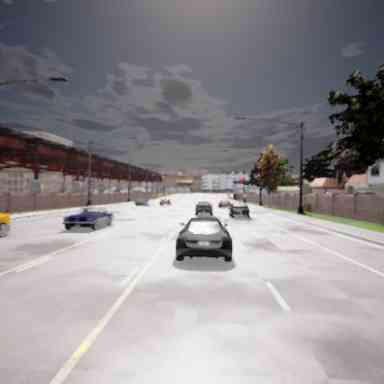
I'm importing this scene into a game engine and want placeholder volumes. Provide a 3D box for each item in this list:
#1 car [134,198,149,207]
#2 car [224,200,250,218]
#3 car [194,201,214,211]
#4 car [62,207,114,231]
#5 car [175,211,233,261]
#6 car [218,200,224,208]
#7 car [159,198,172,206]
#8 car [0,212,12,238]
[{"bbox_3d":[-8.609,1.735,57.224,1.837,1.490,4.892,1,0,3],"label":"car"},{"bbox_3d":[4.697,1.762,33.728,2.128,1.511,4.902,1,0,2],"label":"car"},{"bbox_3d":[1.300,1.748,36.648,1.837,1.490,4.892,1,0,2],"label":"car"},{"bbox_3d":[-6.453,1.646,21.162,1.895,1.301,4.718,1,0,2],"label":"car"},{"bbox_3d":[0.457,1.653,12.779,1.994,1.385,4.181,1,0,2],"label":"car"},{"bbox_3d":[5.496,1.977,56.164,1.994,1.385,4.181,1,0,2],"label":"car"},{"bbox_3d":[-4.923,1.866,61.803,1.994,1.385,4.181,1,0,2],"label":"car"},{"bbox_3d":[-10.179,1.435,14.879,1.882,1.535,5.008,1,0,2],"label":"car"}]
